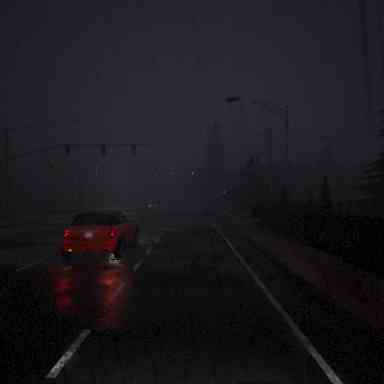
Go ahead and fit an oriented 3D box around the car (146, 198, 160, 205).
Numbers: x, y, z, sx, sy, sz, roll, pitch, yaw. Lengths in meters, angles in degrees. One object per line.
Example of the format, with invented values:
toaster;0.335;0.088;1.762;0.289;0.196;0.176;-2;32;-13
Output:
car;-10.076;2.502;81.165;1.895;1.301;4.718;0;-1;-22

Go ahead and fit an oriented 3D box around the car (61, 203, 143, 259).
car;-3.486;1.502;13.403;2.097;1.767;4.553;0;-1;0

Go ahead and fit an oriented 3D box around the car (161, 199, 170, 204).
car;-8.040;2.553;92.163;2.128;1.511;4.902;0;-1;-35

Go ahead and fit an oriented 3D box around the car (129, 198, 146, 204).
car;-12.970;2.361;78.976;1.882;1.535;5.008;0;-1;-19
